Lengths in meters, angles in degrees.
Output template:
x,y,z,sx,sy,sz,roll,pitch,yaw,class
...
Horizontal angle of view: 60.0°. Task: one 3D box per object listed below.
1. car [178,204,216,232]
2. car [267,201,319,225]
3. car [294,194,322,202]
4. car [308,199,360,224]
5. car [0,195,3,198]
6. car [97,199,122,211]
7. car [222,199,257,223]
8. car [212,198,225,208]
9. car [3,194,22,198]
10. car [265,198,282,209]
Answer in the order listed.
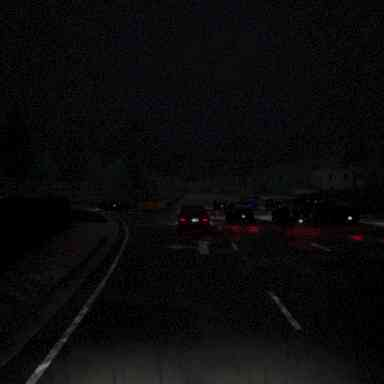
x,y,z,sx,sy,sz,roll,pitch,yaw,class
0.110,1.538,20.096,2.033,1.411,5.357,0,0,0,car
7.112,1.590,23.957,1.895,1.301,4.718,0,0,0,car
14.108,1.203,40.695,2.150,2.045,5.566,0,0,0,car
10.612,1.494,24.752,1.837,1.490,4.892,0,0,0,car
-46.570,1.390,79.423,4.892,1.490,1.837,0,0,40,car
-9.998,1.546,40.185,1.994,1.385,4.181,0,0,-31,car
3.614,1.514,25.652,1.812,1.442,4.674,0,0,0,car
3.621,1.506,42.542,1.812,1.442,4.674,0,0,0,car
-38.948,1.317,72.938,4.553,1.767,2.097,0,0,40,car
10.621,1.506,42.528,1.812,1.442,4.674,0,0,0,car
